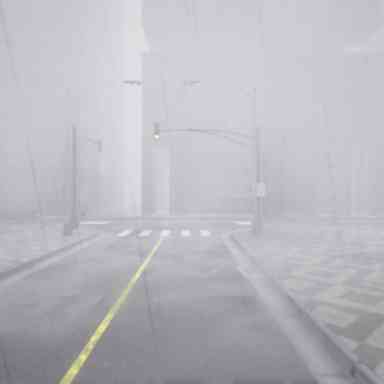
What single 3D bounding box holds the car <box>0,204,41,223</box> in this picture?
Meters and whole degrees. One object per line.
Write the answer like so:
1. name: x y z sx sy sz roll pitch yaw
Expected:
1. car: -14.529 1.663 26.407 4.674 1.442 1.812 0 -1 0
